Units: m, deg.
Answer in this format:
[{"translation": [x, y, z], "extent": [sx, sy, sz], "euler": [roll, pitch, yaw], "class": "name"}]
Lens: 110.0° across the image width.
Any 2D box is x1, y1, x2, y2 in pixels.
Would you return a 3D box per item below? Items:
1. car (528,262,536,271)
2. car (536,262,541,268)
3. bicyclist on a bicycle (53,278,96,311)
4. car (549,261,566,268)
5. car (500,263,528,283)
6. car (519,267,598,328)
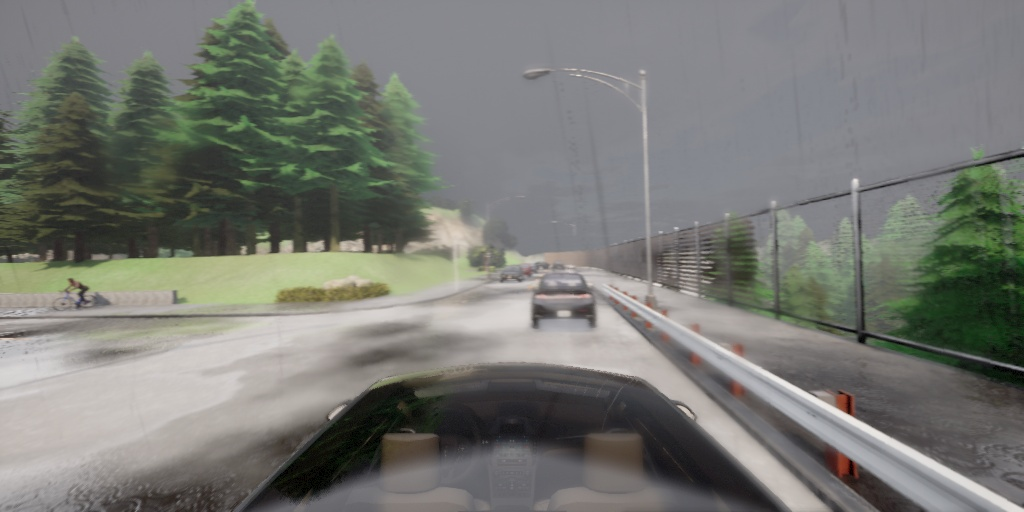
[{"translation": [1.339, 1.603, 41.713], "extent": [1.882, 1.535, 5.008], "euler": [-2, -1, 7], "class": "car"}, {"translation": [2.709, 1.716, 51.739], "extent": [1.812, 1.442, 4.674], "euler": [-2, -1, 7], "class": "car"}, {"translation": [-21.975, 1.903, 18.046], "extent": [0.582, 1.620, 1.656], "euler": [-2, 0, 7], "class": "bicyclist on a bicycle"}, {"translation": [7.197, 1.575, 55.311], "extent": [1.882, 1.535, 5.008], "euler": [-2, -1, 3], "class": "car"}, {"translation": [0.091, 1.569, 32.272], "extent": [1.837, 1.490, 4.892], "euler": [-2, -1, 7], "class": "car"}, {"translation": [1.648, 1.296, 11.643], "extent": [2.128, 1.511, 4.902], "euler": [-2, -1, 7], "class": "car"}]
